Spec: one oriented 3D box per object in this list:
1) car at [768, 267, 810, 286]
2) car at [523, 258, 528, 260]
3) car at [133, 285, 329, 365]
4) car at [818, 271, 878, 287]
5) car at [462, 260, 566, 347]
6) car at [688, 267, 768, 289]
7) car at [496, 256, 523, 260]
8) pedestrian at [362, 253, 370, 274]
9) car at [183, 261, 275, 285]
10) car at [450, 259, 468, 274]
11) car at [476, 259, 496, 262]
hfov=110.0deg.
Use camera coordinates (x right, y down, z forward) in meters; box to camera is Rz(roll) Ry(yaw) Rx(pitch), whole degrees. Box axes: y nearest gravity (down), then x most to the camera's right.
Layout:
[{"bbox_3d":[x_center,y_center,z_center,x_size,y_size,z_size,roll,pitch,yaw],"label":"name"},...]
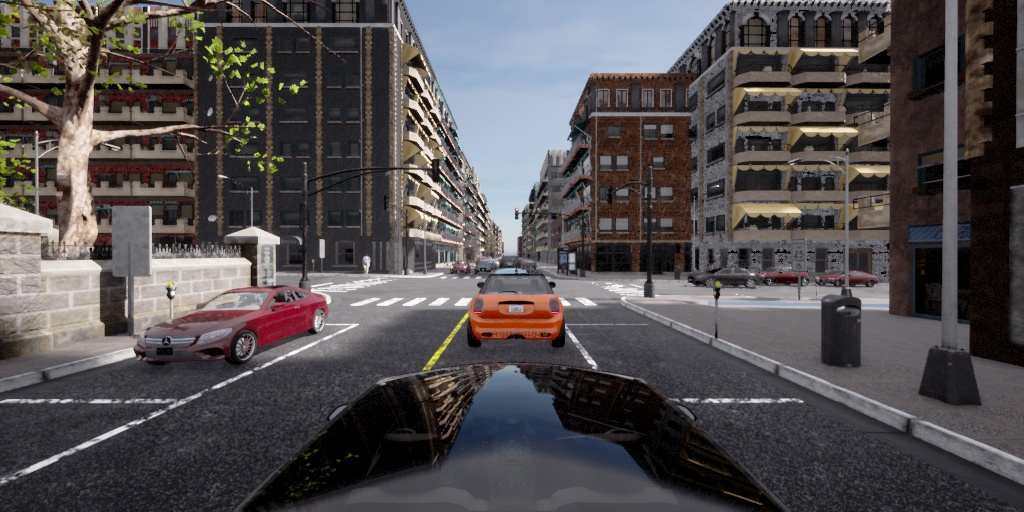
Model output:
[{"bbox_3d":[21.343,1.571,28.859,4.097,1.591,1.967,0,0,-1],"label":"car"},{"bbox_3d":[2.622,1.299,51.668,2.007,1.370,4.403,0,0,0],"label":"car"},{"bbox_3d":[-5.697,1.331,7.974,1.802,1.307,4.207,0,0,0],"label":"car"},{"bbox_3d":[27.016,1.814,28.936,4.207,1.307,1.802,0,0,-1],"label":"car"},{"bbox_3d":[0.116,1.101,9.484,2.097,1.767,4.553,0,0,1],"label":"car"},{"bbox_3d":[15.462,1.547,26.216,4.892,1.490,1.837,1,0,-1],"label":"car"},{"bbox_3d":[-0.149,0.971,38.941,2.150,2.045,5.566,0,0,2],"label":"car"},{"bbox_3d":[-12.754,0.652,31.367,0.375,1.860,0.375,0,-1,-1],"label":"pedestrian"},{"bbox_3d":[-17.677,1.035,22.569,4.181,1.385,1.994,1,0,-1],"label":"car"},{"bbox_3d":[-5.743,1.188,40.385,1.967,1.591,4.097,0,0,0],"label":"car"},{"bbox_3d":[-3.146,1.312,40.982,1.994,1.385,4.181,0,0,0],"label":"car"}]
